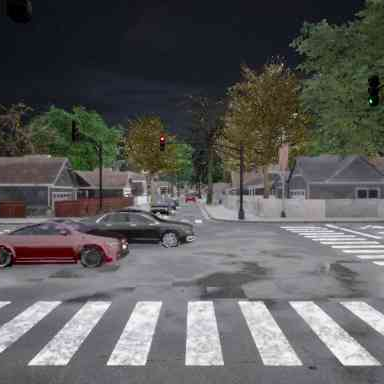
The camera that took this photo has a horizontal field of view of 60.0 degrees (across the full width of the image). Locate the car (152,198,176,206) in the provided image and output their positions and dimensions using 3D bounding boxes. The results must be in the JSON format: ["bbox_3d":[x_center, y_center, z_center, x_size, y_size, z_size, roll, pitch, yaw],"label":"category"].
[{"bbox_3d":[-3.028,1.568,32.957,2.033,1.411,5.357,0,0,0],"label":"car"}]

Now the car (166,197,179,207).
[{"bbox_3d":[-3.027,1.569,53.096,1.812,1.442,4.674,0,0,0],"label":"car"}]

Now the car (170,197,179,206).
[{"bbox_3d":[-3.008,1.595,42.846,1.994,1.385,4.181,0,0,0],"label":"car"}]

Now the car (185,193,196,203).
[{"bbox_3d":[-0.305,1.300,73.590,2.150,2.045,5.566,0,0,0],"label":"car"}]

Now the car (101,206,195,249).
[{"bbox_3d":[-2.329,1.511,13.896,4.892,1.490,1.837,0,0,0],"label":"car"}]

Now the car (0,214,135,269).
[{"bbox_3d":[-4.175,1.581,10.650,4.181,1.385,1.994,0,0,0],"label":"car"}]
